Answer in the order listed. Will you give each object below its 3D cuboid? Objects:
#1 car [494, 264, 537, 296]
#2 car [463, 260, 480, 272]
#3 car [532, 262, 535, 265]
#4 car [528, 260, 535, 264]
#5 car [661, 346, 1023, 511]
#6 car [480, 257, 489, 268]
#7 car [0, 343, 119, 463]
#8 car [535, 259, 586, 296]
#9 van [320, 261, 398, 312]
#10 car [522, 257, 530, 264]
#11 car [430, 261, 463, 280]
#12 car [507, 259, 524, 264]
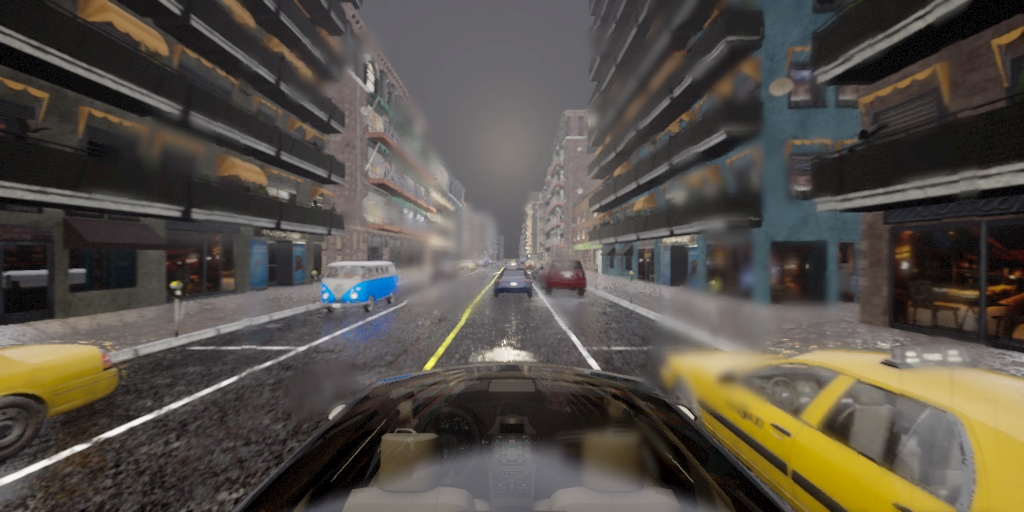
[{"bbox_3d":[0.094,1.314,19.204,1.994,1.385,4.181,0,0,0],"label":"car"},{"bbox_3d":[-5.705,1.302,47.556,1.751,1.417,4.829,0,0,0],"label":"car"},{"bbox_3d":[2.683,1.304,25.058,2.007,1.370,4.403,0,0,0],"label":"car"},{"bbox_3d":[2.681,1.308,30.719,2.007,1.370,4.403,0,0,0],"label":"car"},{"bbox_3d":[2.690,1.275,2.582,1.751,1.417,4.829,0,0,0],"label":"car"},{"bbox_3d":[-5.711,1.394,64.711,1.802,1.307,4.207,0,0,0],"label":"car"},{"bbox_3d":[-5.691,1.275,2.262,1.751,1.417,4.829,0,0,0],"label":"car"},{"bbox_3d":[2.685,1.065,19.395,2.192,1.841,5.009,0,0,0],"label":"car"},{"bbox_3d":[-5.694,1.088,13.755,1.690,1.789,3.998,0,0,0],"label":"van"},{"bbox_3d":[2.676,1.217,47.704,1.967,1.591,4.097,0,0,0],"label":"car"},{"bbox_3d":[-5.700,1.196,30.740,1.967,1.591,4.097,0,0,0],"label":"car"},{"bbox_3d":[0.087,1.331,41.170,1.994,1.385,4.181,0,0,0],"label":"car"}]
